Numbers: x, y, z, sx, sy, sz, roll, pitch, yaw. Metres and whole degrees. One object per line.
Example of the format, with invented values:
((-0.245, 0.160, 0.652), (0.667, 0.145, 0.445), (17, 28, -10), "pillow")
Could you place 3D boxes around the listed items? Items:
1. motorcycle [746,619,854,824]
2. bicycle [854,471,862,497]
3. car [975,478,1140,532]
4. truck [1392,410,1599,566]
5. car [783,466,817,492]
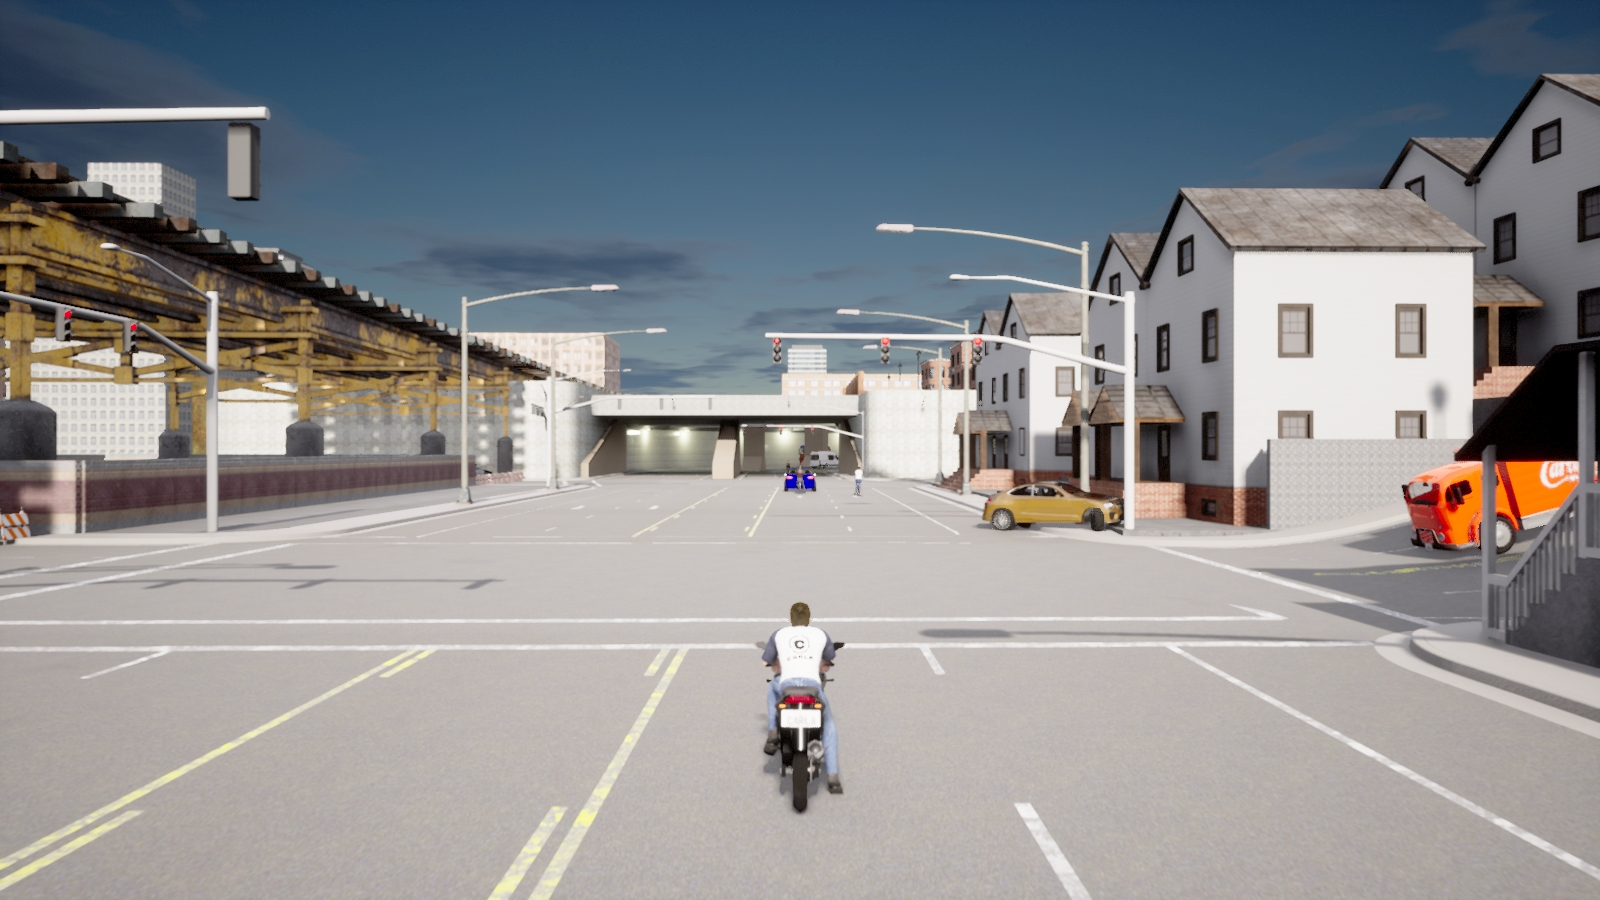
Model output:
((0.002, 2.171, 9.510), (0.803, 1.224, 2.033), (0, 0, 0), "motorcycle")
((3.506, 2.022, 68.955), (0.373, 1.521, 1.643), (1, 0, 0), "bicycle")
((8.815, 1.908, 39.343), (5.027, 1.651, 2.152), (-3, 0, 36), "car")
((18.367, 0.882, 28.680), (5.204, 2.467, 2.627), (-16, 0, -1), "truck")
((0.007, 1.948, 77.527), (2.242, 1.667, 4.611), (0, 0, 0), "car")
